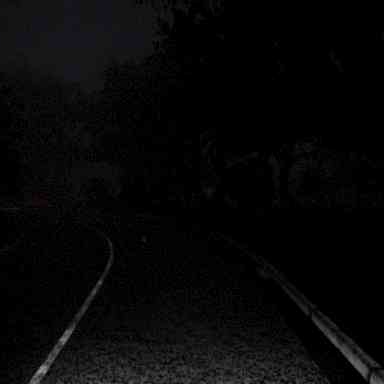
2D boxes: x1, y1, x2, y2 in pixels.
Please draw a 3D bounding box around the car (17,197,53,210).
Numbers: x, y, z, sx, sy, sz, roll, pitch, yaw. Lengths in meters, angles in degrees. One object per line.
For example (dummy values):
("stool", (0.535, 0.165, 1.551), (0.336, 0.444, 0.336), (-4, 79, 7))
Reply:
("car", (-19.251, 1.397, 40.672), (5.008, 1.535, 1.882), (0, 0, 28))
